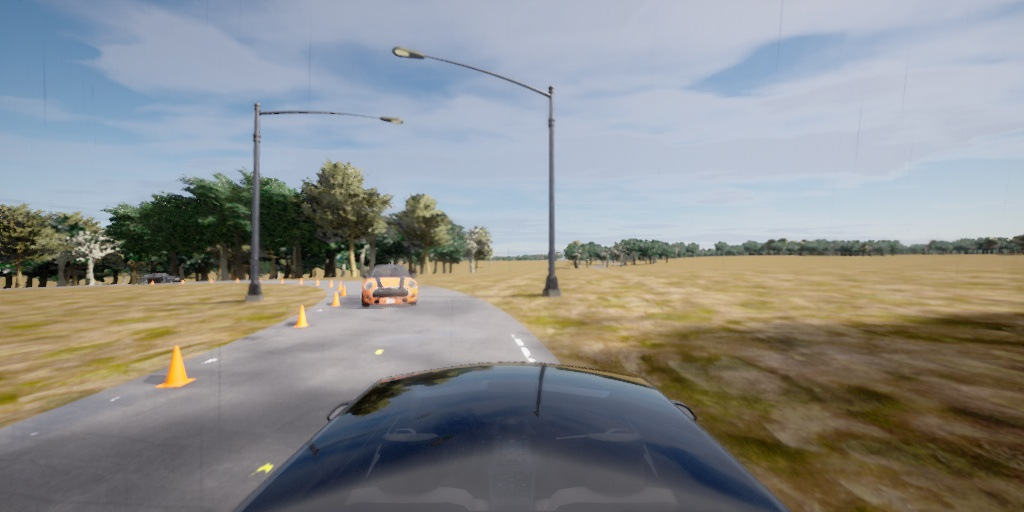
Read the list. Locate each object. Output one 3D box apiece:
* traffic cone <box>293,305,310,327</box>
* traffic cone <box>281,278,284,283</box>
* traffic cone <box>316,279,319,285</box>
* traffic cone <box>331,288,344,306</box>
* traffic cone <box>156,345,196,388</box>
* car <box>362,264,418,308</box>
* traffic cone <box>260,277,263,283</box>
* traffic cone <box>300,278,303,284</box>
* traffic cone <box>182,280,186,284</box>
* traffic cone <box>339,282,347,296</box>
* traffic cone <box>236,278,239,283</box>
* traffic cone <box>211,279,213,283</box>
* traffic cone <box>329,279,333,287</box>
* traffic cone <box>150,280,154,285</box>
[{"bbox_3d":[-5.994,1.701,10.228,0.340,0.580,0.340,0,0,-12],"label":"traffic cone"},{"bbox_3d":[-23.794,2.527,37.170,0.340,0.580,0.340,0,0,36],"label":"traffic cone"},{"bbox_3d":[-16.751,2.230,30.921,0.340,0.580,0.340,0,0,-42],"label":"traffic cone"},{"bbox_3d":[-7.254,1.746,14.774,0.340,0.580,0.340,0,0,-18],"label":"traffic cone"},{"bbox_3d":[-5.215,1.690,5.575,0.340,0.580,0.340,0,0,-7],"label":"traffic cone"},{"bbox_3d":[-5.345,1.156,15.692,2.097,1.767,4.553,0,-1,-20],"label":"car"},{"bbox_3d":[-27.766,2.675,39.711,0.340,0.580,0.340,0,0,30],"label":"traffic cone"},{"bbox_3d":[-20.109,2.382,34.230,0.340,0.580,0.340,0,0,42],"label":"traffic cone"},{"bbox_3d":[-41.009,3.163,44.702,0.340,0.580,0.340,0,0,13],"label":"traffic cone"},{"bbox_3d":[-8.981,1.824,19.162,0.340,0.580,0.340,0,0,-24],"label":"traffic cone"},{"bbox_3d":[-31.981,2.830,41.823,0.340,0.580,0.340,0,0,24],"label":"traffic cone"},{"bbox_3d":[-36.394,2.993,43.485,0.340,0.580,0.340,0,0,18],"label":"traffic cone"},{"bbox_3d":[-13.755,2.074,27.280,0.340,0.580,0.340,0,0,-36],"label":"traffic cone"},{"bbox_3d":[-45.831,3.346,45.741,0.340,0.580,0.340,0,0,11],"label":"traffic cone"}]
